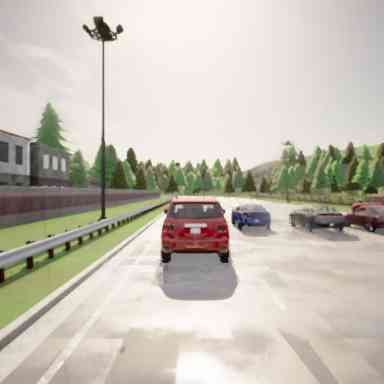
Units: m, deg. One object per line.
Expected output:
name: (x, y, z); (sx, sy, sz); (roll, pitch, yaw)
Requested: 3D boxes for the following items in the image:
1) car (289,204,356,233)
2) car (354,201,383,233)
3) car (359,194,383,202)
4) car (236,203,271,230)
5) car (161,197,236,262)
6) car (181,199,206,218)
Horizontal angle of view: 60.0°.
car: (7.105, 1.468, 19.318); (2.128, 1.511, 4.902); (0, 0, 0)
car: (10.591, 1.502, 19.464); (1.812, 1.442, 4.674); (0, 0, 0)
car: (14.106, 1.191, 24.922); (2.150, 2.045, 5.566); (0, 0, 0)
car: (3.605, 1.452, 20.972); (1.882, 1.535, 5.008); (0, 0, 0)
car: (0.102, 1.207, 12.236); (2.150, 2.045, 5.566); (0, 0, 0)
car: (0.108, 1.454, 30.554); (2.128, 1.511, 4.902); (0, 0, 0)
